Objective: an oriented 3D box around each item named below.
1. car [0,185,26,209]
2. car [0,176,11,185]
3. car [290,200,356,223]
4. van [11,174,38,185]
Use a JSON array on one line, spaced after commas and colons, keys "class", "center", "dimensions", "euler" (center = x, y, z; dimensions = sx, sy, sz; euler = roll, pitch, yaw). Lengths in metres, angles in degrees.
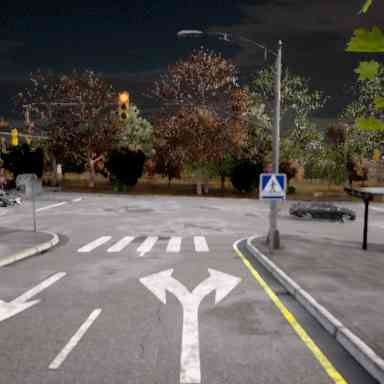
[{"class": "car", "center": [-16.596, 0.447, 27.470], "dimensions": [4.902, 1.511, 2.128], "euler": [2, 6, 5]}, {"class": "car", "center": [-23.443, -1.257, 41.611], "dimensions": [2.185, 1.767, 4.553], "euler": [0, 5, -14]}, {"class": "car", "center": [10.131, 1.458, 25.814], "dimensions": [4.892, 1.490, 1.837], "euler": [2, 5, 2]}, {"class": "van", "center": [-20.472, -1.231, 41.227], "dimensions": [1.878, 1.987, 4.442], "euler": [1, 5, -14]}]
